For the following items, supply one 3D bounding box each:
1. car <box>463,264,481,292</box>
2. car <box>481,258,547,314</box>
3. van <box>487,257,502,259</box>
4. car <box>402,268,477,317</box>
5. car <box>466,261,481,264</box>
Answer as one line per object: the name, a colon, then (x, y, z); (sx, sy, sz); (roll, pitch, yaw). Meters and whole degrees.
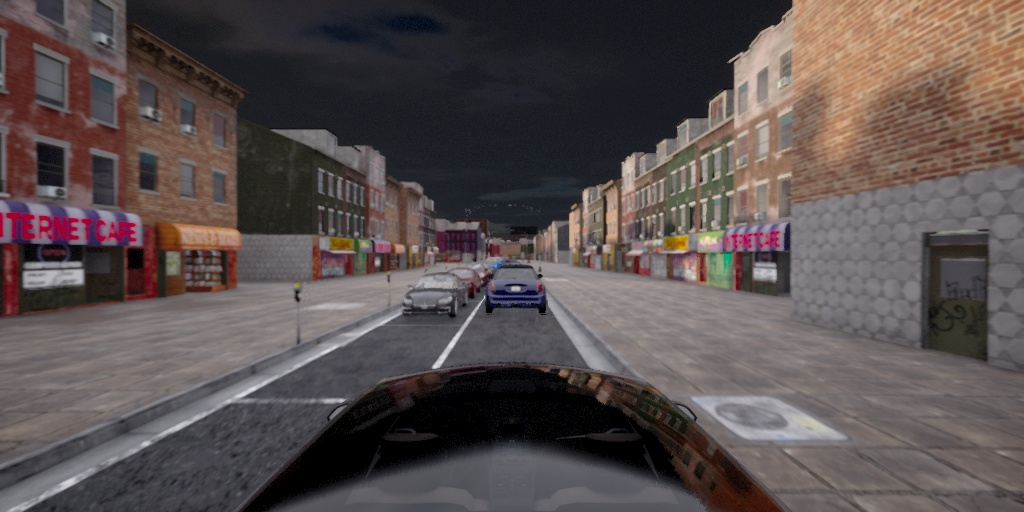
car: (-2.570, 1.282, 18.289); (1.888, 1.381, 4.507); (0, 0, 0)
car: (0.142, 1.096, 13.905); (2.097, 1.767, 4.553); (0, 0, 0)
van: (-2.443, 1.077, 45.458); (1.690, 1.789, 3.998); (0, 0, 0)
car: (-2.595, 1.290, 12.856); (2.007, 1.370, 4.403); (0, 0, 0)
car: (-2.545, 1.176, 23.723); (1.967, 1.591, 4.097); (0, 0, 0)
